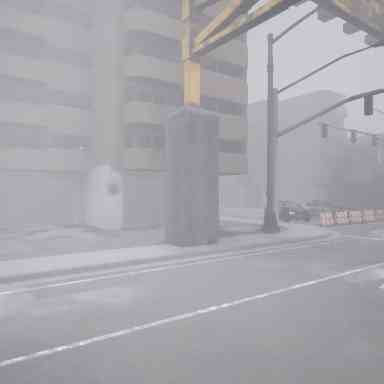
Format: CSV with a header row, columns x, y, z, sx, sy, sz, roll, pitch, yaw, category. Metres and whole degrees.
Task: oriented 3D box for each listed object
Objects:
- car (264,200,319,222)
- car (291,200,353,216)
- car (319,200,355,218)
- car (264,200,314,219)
x,y,z,sx,sy,sz,roll,pitch,yaw,category
7.439,1.453,25.969,2.038,1.542,4.974,0,0,-11,car
10.962,1.295,28.162,4.536,1.218,1.853,0,0,34,car
11.006,1.453,28.134,4.974,1.542,2.038,0,0,34,car
7.429,1.295,26.020,1.853,1.218,4.536,0,0,-11,car
